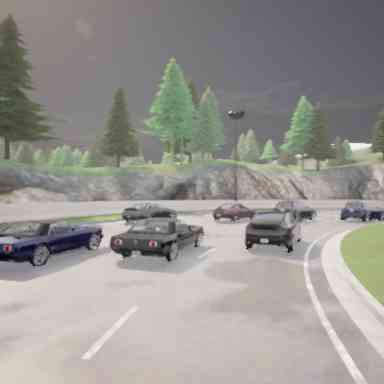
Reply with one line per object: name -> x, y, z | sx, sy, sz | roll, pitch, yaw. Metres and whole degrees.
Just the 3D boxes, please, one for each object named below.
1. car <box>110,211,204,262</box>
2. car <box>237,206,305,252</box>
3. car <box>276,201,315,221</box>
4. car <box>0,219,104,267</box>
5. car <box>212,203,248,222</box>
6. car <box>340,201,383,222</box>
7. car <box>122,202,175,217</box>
car -> -1.014, 1.621, 12.395 | 1.895, 1.301, 4.718 | 1, 0, 18
car -> 3.632, 1.578, 14.522 | 1.837, 1.490, 4.892 | 0, -1, 23
car -> 8.488, 1.507, 27.610 | 2.097, 1.767, 4.553 | 1, 0, 43
car -> -4.964, 1.578, 11.394 | 1.895, 1.301, 4.718 | 1, 0, 16
car -> 3.477, 1.629, 27.282 | 1.812, 1.442, 4.674 | 0, 0, 38
car -> 14.720, 1.573, 28.588 | 4.553, 1.767, 2.097 | 1, 0, -40
car -> -3.031, 1.521, 24.571 | 2.128, 1.511, 4.902 | 0, 0, 31
